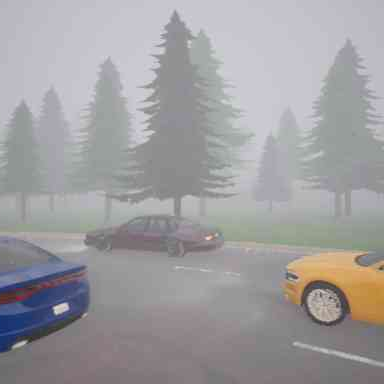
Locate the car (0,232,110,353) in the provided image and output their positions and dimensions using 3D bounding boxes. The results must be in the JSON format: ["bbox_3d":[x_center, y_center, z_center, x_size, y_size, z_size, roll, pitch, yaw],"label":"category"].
[{"bbox_3d":[-4.081,1.504,5.742,5.008,1.535,1.882,0,-1,25],"label":"car"}]

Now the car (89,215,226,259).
[{"bbox_3d":[-1.446,1.576,12.620,5.357,1.411,2.033,0,0,22],"label":"car"}]

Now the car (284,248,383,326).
[{"bbox_3d":[4.049,1.470,5.392,5.008,1.535,1.882,0,-1,35],"label":"car"}]
